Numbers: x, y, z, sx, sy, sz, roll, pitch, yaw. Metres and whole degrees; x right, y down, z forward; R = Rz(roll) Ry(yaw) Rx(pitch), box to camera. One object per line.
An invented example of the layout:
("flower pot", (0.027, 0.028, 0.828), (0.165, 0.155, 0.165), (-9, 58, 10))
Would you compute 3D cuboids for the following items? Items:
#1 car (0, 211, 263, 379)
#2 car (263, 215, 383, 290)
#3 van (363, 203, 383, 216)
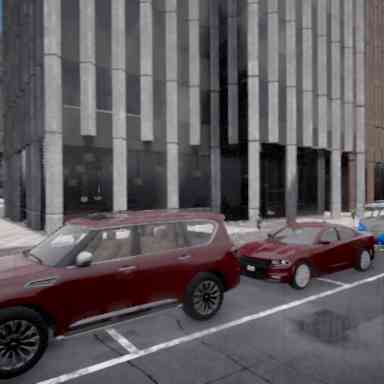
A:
("car", (-1.388, 1.303, 5.680), (5.009, 1.841, 2.192), (0, 0, -36))
("car", (3.181, 1.497, 8.985), (4.507, 1.381, 1.887), (0, 0, -36))
("van", (7.746, 1.258, 12.289), (3.998, 1.788, 1.690), (0, 0, -36))
